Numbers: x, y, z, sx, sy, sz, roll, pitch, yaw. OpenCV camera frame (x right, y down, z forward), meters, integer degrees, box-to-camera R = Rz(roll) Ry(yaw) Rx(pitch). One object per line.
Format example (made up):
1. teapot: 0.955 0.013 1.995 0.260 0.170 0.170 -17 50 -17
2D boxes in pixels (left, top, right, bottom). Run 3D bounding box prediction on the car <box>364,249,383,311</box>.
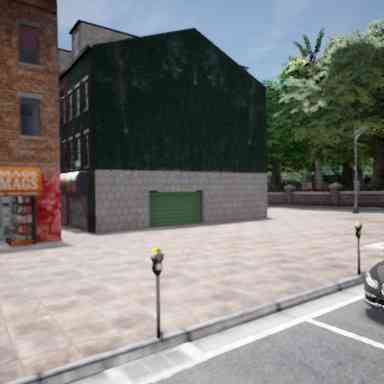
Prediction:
1. car: 5.021 1.431 6.391 4.403 1.369 2.008 -1 1 -35
